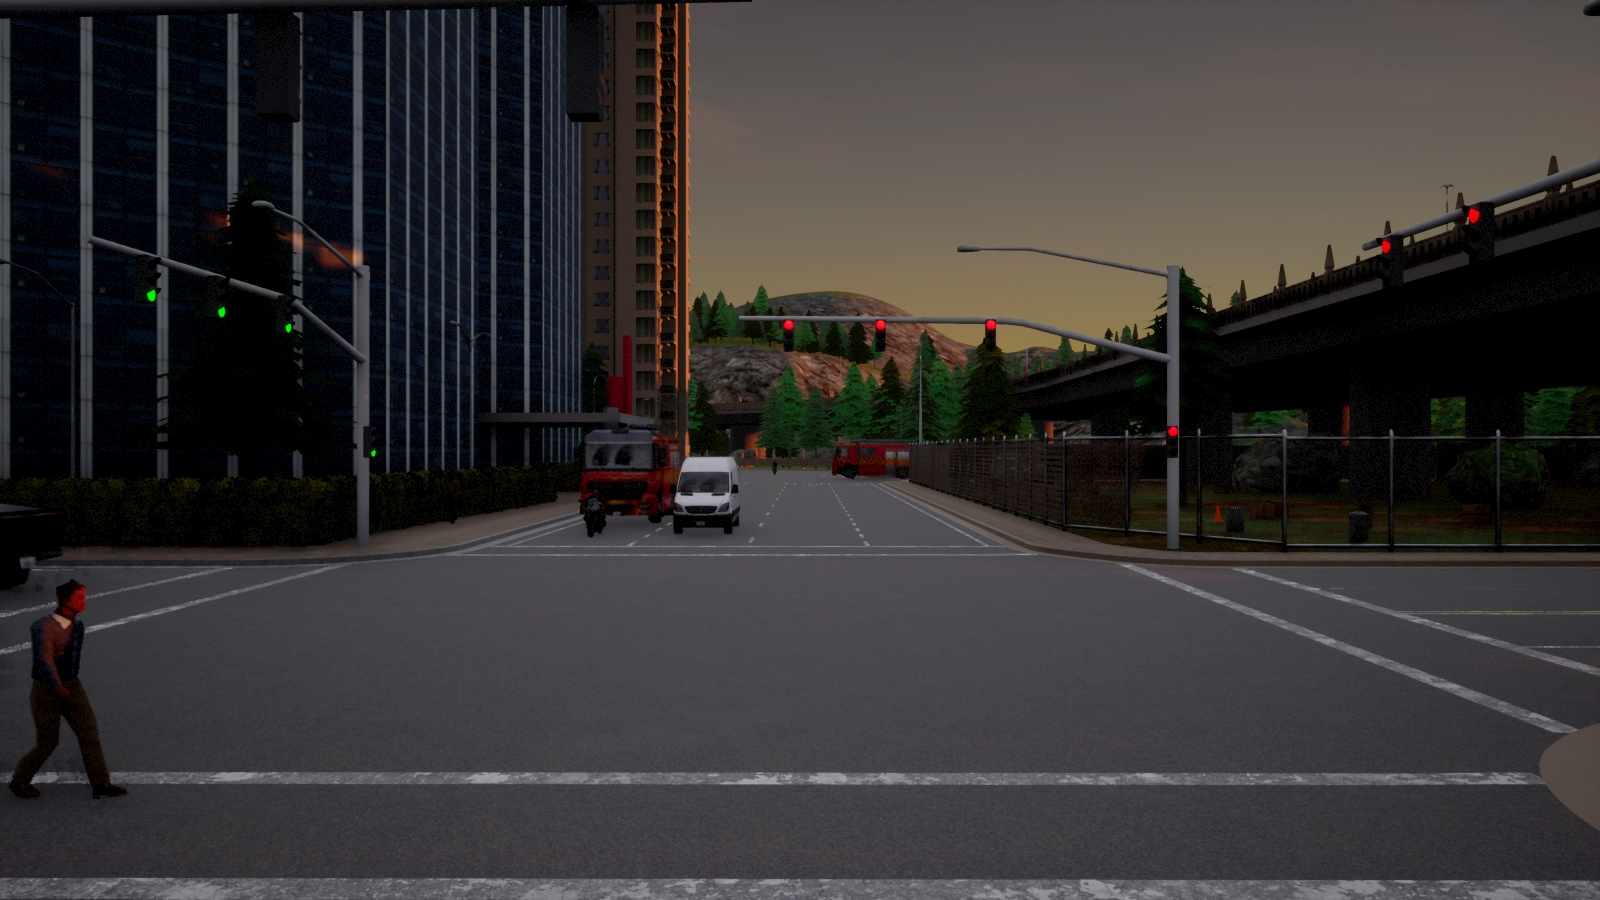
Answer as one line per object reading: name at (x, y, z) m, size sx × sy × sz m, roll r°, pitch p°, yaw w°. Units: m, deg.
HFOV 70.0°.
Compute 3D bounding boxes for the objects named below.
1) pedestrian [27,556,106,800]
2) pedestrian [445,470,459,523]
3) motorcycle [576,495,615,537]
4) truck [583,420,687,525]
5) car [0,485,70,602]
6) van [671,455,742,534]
pedestrian at (-5.839, 1.794, 9.100) m, size 0.375 × 1.860 × 0.375 m, roll 0°, pitch 0°, yaw 7°
pedestrian at (-12.308, 1.642, 40.418) m, size 0.375 × 1.860 × 0.375 m, roll 0°, pitch 0°, yaw 6°
motorcycle at (-6.735, 2.150, 37.693) m, size 0.867 × 1.251 × 2.209 m, roll 0°, pitch 0°, yaw 0°
truck at (-6.432, 0.835, 45.900) m, size 2.891 × 3.827 × 8.468 m, roll 0°, pitch 0°, yaw 0°
car at (-17.917, 1.753, 21.952) m, size 6.274 × 2.098 × 2.390 m, roll 0°, pitch 0°, yaw 0°
van at (-3.226, 1.479, 40.346) m, size 1.988 × 2.561 × 5.915 m, roll 0°, pitch 0°, yaw 0°
